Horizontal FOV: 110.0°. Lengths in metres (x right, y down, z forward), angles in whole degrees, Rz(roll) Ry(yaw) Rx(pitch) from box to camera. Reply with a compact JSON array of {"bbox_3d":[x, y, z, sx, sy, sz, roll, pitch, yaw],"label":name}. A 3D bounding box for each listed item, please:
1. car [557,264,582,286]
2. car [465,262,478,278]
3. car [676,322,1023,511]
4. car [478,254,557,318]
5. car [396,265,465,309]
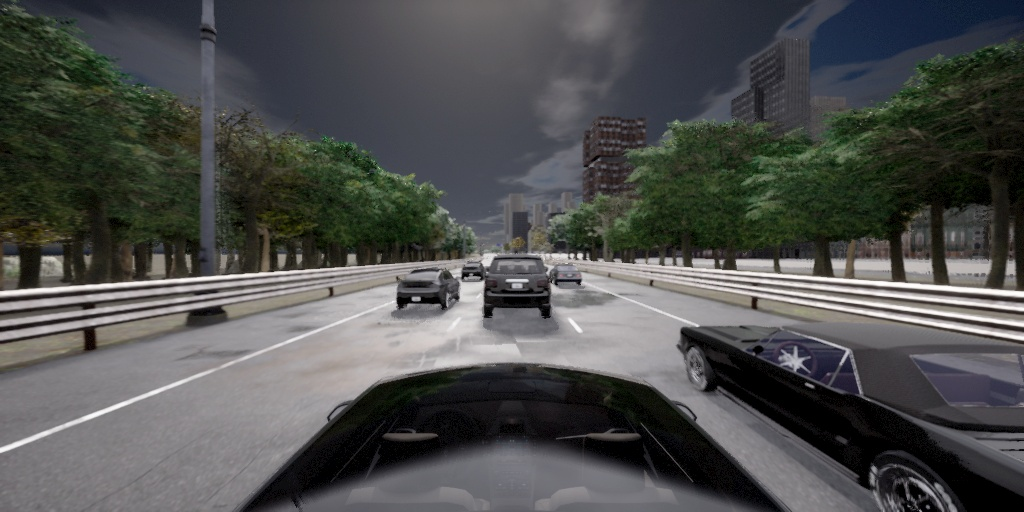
[{"bbox_3d":[3.714,1.296,25.600,2.033,1.411,5.357,0,0,0],"label":"car"},{"bbox_3d":[-3.296,1.249,31.405,1.837,1.490,4.892,0,0,0],"label":"car"},{"bbox_3d":[3.607,1.353,3.760,1.895,1.301,4.718,0,0,1],"label":"car"},{"bbox_3d":[0.191,0.969,13.195,2.150,2.045,5.566,0,0,1],"label":"car"},{"bbox_3d":[-3.313,1.250,14.892,1.837,1.490,4.892,0,0,0],"label":"car"}]
